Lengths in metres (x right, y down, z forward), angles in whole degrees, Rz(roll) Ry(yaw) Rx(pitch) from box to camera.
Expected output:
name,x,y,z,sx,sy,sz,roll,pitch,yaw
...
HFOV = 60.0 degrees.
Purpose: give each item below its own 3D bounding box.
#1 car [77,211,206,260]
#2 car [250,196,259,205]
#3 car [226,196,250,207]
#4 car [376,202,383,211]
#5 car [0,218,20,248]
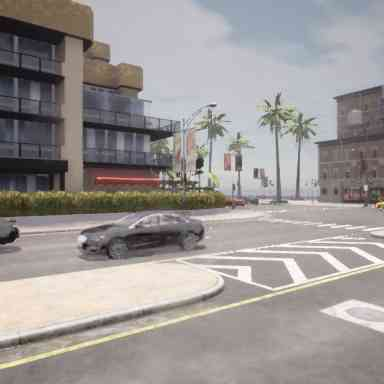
name,x,y,z,sx,sy,sz,roll,pitch,yaw
car,-1.745,1.491,12.557,4.902,1.511,2.128,0,0,-35
car,9.608,1.505,58.765,1.837,1.490,4.892,0,0,-35
car,6.106,1.478,51.220,1.882,1.535,5.008,0,0,-35
car,23.894,1.477,38.304,1.882,1.535,5.008,0,0,-35
car,-8.861,1.492,11.800,4.902,1.511,2.128,0,0,-35
